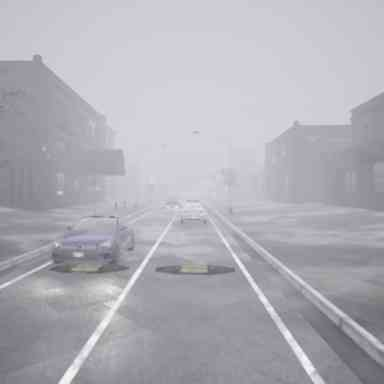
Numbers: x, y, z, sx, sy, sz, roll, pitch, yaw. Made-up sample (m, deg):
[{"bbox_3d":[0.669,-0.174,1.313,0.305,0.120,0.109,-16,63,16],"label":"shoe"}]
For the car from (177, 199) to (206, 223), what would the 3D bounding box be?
[{"bbox_3d":[0.092,1.503,24.888,1.812,1.442,4.674,0,0,0],"label":"car"}]

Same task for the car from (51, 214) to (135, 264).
[{"bbox_3d":[-3.099,1.498,11.376,1.812,1.442,4.674,0,-1,0],"label":"car"}]

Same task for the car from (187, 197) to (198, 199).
[{"bbox_3d":[0.088,1.413,43.190,2.163,1.488,4.792,0,0,0],"label":"car"}]

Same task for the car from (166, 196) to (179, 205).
[{"bbox_3d":[-3.067,1.398,53.735,2.033,1.411,5.357,0,0,0],"label":"car"}]
